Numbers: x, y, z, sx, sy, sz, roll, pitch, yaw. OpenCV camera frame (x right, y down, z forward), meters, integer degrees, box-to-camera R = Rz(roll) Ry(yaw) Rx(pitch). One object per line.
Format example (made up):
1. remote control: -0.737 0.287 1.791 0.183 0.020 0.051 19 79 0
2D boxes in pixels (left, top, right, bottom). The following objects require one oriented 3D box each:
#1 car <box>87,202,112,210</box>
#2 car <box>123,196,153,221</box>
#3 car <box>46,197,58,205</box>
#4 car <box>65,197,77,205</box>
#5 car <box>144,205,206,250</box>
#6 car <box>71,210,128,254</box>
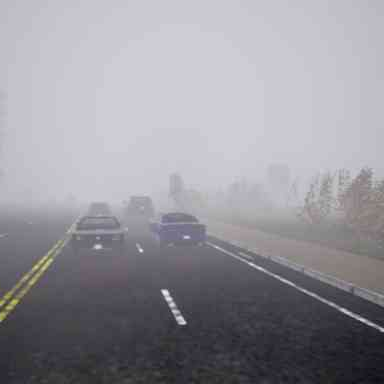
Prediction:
1. car: -7.951 1.616 28.625 1.837 1.490 4.892 1 0 -16
2. car: -4.751 1.367 29.263 2.150 2.045 5.566 1 0 -16
3. car: -25.776 1.647 61.377 2.033 1.411 5.357 1 0 -20
4. car: -22.928 1.648 63.045 1.837 1.490 4.892 1 0 -20
5. car: -0.820 1.579 15.105 1.882 1.535 5.008 1 0 -14
6. car: -3.876 1.657 13.925 1.895 1.301 4.718 1 0 -15
